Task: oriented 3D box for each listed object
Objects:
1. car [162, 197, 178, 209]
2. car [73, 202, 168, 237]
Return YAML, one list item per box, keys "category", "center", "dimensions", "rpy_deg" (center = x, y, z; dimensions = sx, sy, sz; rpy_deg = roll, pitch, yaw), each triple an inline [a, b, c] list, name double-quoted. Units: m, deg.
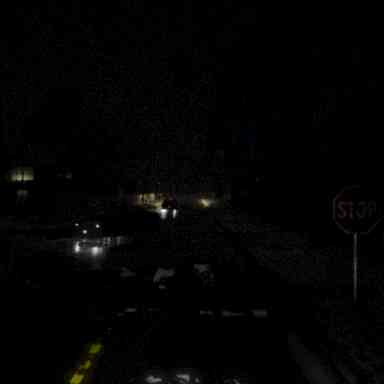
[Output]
- category: "car"
  center: [-2.750, 1.390, 42.449]
  dimensions: [2.033, 1.411, 5.357]
  rpy_deg: [0, 0, 0]
- category: "car"
  center: [-3.844, 1.501, 18.326]
  dimensions: [2.033, 1.411, 5.357]
  rpy_deg: [0, 1, 30]
